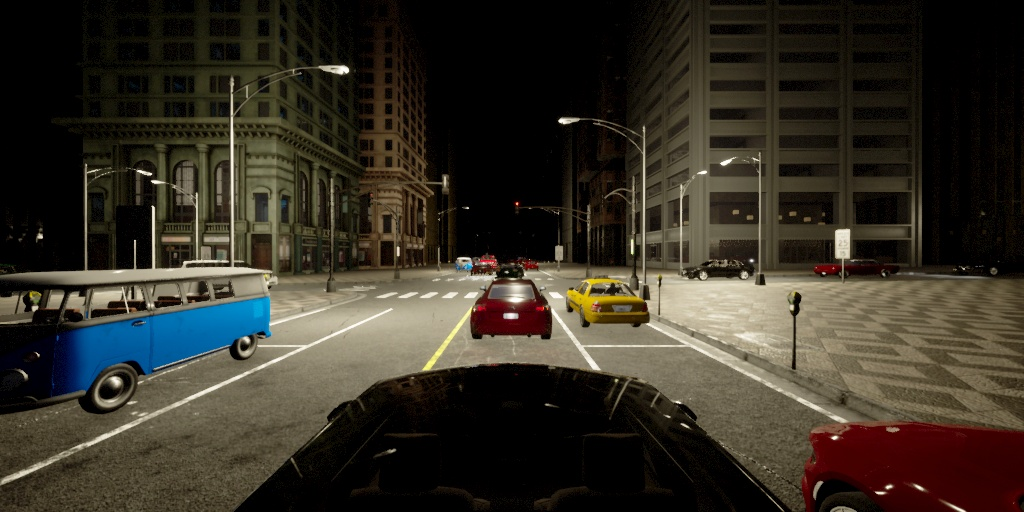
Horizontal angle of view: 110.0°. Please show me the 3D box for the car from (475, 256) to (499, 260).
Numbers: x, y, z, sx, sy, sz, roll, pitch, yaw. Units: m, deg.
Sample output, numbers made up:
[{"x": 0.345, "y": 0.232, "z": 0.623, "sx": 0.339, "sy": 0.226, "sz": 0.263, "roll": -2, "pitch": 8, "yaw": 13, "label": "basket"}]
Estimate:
[{"x": -3.190, "y": 0.986, "z": 47.403, "sx": 2.150, "sy": 2.045, "sz": 5.566, "roll": 0, "pitch": 0, "yaw": -1, "label": "car"}]

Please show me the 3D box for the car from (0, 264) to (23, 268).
[{"x": -32.825, "y": 1.516, "z": 22.871, "sx": 5.566, "sy": 2.045, "sz": 2.150, "roll": 0, "pitch": 0, "yaw": 1, "label": "car"}]

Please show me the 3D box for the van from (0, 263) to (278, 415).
[{"x": -5.769, "y": 1.090, "z": 5.684, "sx": 1.690, "sy": 1.789, "sz": 3.998, "roll": 0, "pitch": 0, "yaw": 0, "label": "van"}]

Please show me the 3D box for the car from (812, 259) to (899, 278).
[{"x": 24.784, "y": 0.904, "z": 25.958, "sx": 4.718, "sy": 1.301, "sz": 1.895, "roll": -1, "pitch": 0, "yaw": 0, "label": "car"}]

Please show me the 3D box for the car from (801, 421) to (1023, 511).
[{"x": 2.766, "y": 1.295, "z": 0.519, "sx": 1.888, "sy": 1.381, "sz": 4.507, "roll": 0, "pitch": 0, "yaw": 0, "label": "car"}]

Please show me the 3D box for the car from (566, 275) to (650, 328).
[{"x": 2.751, "y": 1.276, "z": 11.269, "sx": 1.751, "sy": 1.417, "sz": 4.829, "roll": 0, "pitch": 0, "yaw": 0, "label": "car"}]

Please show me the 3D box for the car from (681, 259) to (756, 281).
[{"x": 14.864, "y": 0.974, "z": 25.977, "sx": 4.892, "sy": 1.490, "sz": 1.837, "roll": -1, "pitch": 0, "yaw": 0, "label": "car"}]

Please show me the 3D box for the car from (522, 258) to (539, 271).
[{"x": 2.686, "y": 1.311, "z": 49.192, "sx": 1.888, "sy": 1.381, "sz": 4.507, "roll": 0, "pitch": 0, "yaw": 0, "label": "car"}]

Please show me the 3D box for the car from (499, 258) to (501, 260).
[{"x": -3.193, "y": 1.374, "z": 57.210, "sx": 1.895, "sy": 1.301, "sz": 4.718, "roll": 0, "pitch": 0, "yaw": 0, "label": "car"}]

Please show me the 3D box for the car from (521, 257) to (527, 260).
[{"x": 2.674, "y": 1.316, "z": 54.717, "sx": 1.888, "sy": 1.381, "sz": 4.507, "roll": 0, "pitch": 0, "yaw": 0, "label": "car"}]

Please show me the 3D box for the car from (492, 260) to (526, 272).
[{"x": -0.167, "y": 1.319, "z": 32.188, "sx": 1.994, "sy": 1.385, "sz": 4.181, "roll": 0, "pitch": 0, "yaw": 8, "label": "car"}]

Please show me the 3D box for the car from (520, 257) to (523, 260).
[{"x": 2.662, "y": 1.321, "z": 60.242, "sx": 1.888, "sy": 1.381, "sz": 4.507, "roll": 0, "pitch": 0, "yaw": 0, "label": "car"}]

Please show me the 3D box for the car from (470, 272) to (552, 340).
[{"x": 0.017, "y": 1.314, "z": 10.034, "sx": 1.994, "sy": 1.385, "sz": 4.181, "roll": 0, "pitch": 0, "yaw": 1, "label": "car"}]

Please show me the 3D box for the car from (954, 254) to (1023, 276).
[{"x": 35.115, "y": 0.640, "z": 25.931, "sx": 4.892, "sy": 1.490, "sz": 1.837, "roll": -1, "pitch": 0, "yaw": 0, "label": "car"}]

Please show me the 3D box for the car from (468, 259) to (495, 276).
[{"x": -3.161, "y": 1.323, "z": 37.776, "sx": 1.994, "sy": 1.385, "sz": 4.181, "roll": 0, "pitch": 0, "yaw": 1, "label": "car"}]

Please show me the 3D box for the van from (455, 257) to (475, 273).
[{"x": -5.859, "y": 1.103, "z": 43.668, "sx": 1.690, "sy": 1.789, "sz": 3.998, "roll": 0, "pitch": 0, "yaw": 0, "label": "van"}]

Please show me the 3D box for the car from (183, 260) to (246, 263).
[{"x": -18.119, "y": 1.266, "z": 22.874, "sx": 5.566, "sy": 2.045, "sz": 2.150, "roll": -1, "pitch": 0, "yaw": 3, "label": "car"}]
